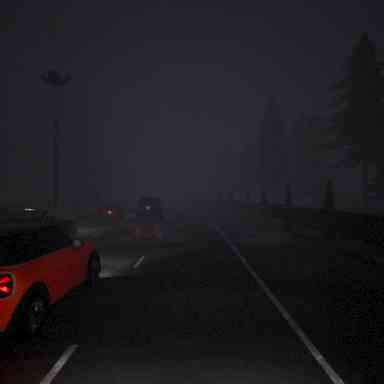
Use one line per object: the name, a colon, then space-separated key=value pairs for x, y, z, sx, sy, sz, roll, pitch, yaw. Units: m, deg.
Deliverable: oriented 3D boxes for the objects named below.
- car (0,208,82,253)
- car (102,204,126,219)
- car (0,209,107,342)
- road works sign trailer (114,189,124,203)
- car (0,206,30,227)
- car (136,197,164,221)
car: x=-6.901 y=1.598 z=15.227 sx=2.128 sy=1.511 sz=4.902 roll=0 pitch=0 yaw=0
car: x=-7.408 y=1.782 z=31.258 sx=1.994 sy=1.385 sz=4.181 roll=0 pitch=0 yaw=-5
car: x=-3.418 y=1.399 z=6.736 sx=2.097 sy=1.767 sz=4.553 roll=0 pitch=0 yaw=0
road works sign trailer: x=-18.693 y=1.052 z=84.319 sx=2.380 sy=3.560 sz=2.880 roll=0 pitch=0 yaw=-37
car: x=-14.221 y=1.776 z=25.069 sx=1.895 sy=1.301 sz=4.718 roll=0 pitch=0 yaw=-2
car: x=-3.744 y=1.429 z=29.708 sx=2.150 sy=2.045 sz=5.566 roll=0 pitch=0 yaw=-4
